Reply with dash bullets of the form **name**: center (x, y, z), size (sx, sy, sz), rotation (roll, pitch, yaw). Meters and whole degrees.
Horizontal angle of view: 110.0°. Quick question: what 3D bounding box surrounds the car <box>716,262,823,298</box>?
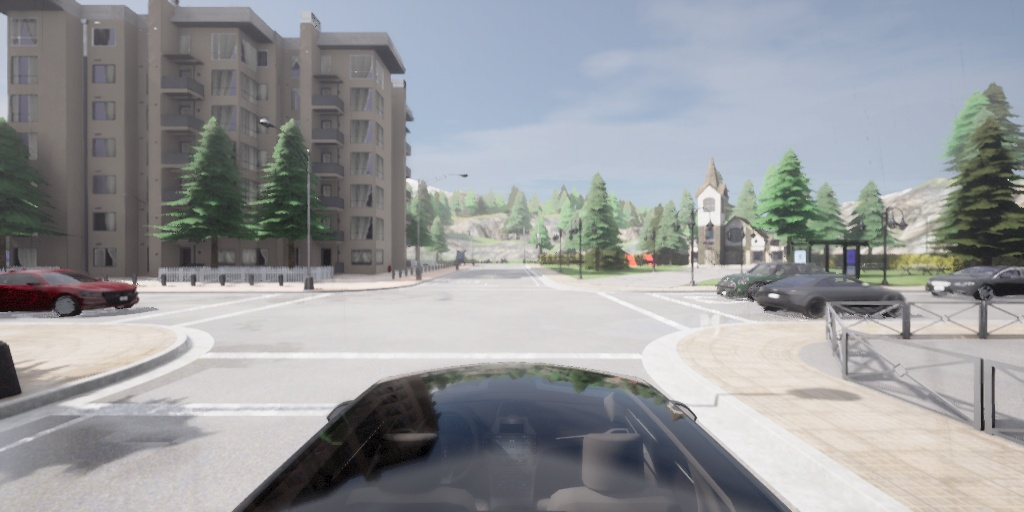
- **car**: center (11.851, 1.071, 16.285), size (4.553, 1.767, 2.097), rotation (0, 0, -1)

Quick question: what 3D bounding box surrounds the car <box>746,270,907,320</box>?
- **car**: center (10.720, 1.296, 12.147), size (4.181, 1.385, 1.994), rotation (0, 0, -6)

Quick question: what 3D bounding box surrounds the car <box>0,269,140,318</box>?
- **car**: center (-15.925, 1.209, 12.336), size (5.008, 1.535, 1.882), rotation (0, 0, -1)

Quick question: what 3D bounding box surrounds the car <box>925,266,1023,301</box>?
- **car**: center (21.952, 1.211, 16.381), size (4.902, 1.511, 2.128), rotation (0, 0, 0)
